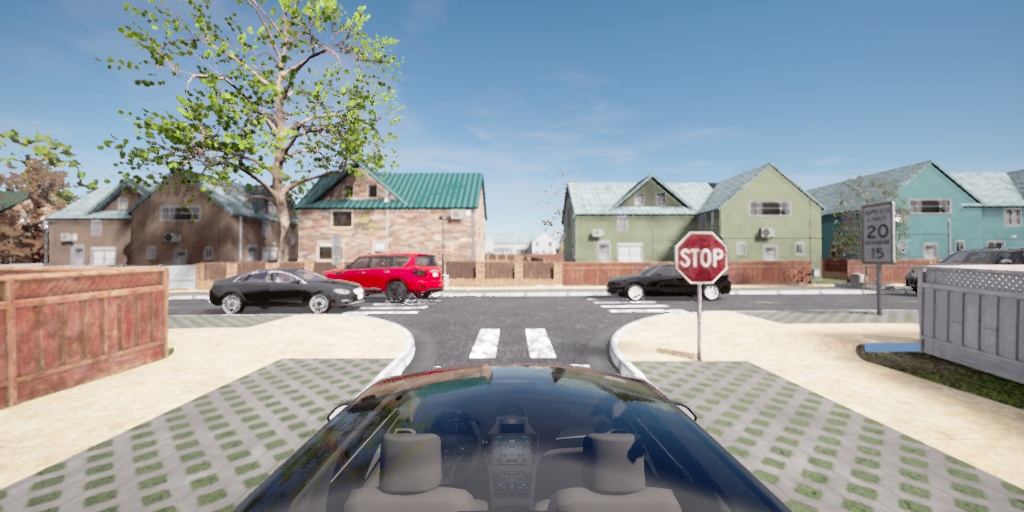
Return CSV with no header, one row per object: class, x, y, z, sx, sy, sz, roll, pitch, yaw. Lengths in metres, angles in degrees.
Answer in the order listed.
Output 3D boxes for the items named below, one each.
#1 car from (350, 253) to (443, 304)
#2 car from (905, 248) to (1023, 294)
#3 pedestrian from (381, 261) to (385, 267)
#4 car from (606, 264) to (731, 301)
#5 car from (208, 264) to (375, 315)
car,-5.779,0.924,15.745,5.566,2.045,2.150,-1,-3,17
car,20.281,0.695,15.206,5.566,2.045,2.150,0,-1,1
pedestrian,-6.756,0.887,18.404,0.375,1.860,0.375,0,0,1
car,6.589,1.065,15.349,5.008,1.535,1.882,0,-1,0
car,-7.736,1.178,12.551,4.902,1.511,2.128,-1,-1,1
